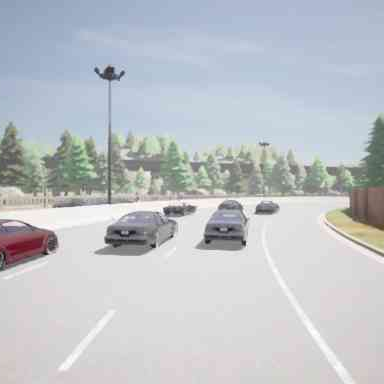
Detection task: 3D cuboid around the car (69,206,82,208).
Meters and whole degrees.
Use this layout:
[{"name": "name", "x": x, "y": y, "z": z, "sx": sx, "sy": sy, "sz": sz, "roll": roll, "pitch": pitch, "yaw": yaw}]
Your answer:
[{"name": "car", "x": -10.588, "y": 1.472, "z": 36.601, "sx": 2.033, "sy": 1.411, "sz": 5.357, "roll": 0, "pitch": 0, "yaw": 21}]

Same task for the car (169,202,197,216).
[{"name": "car", "x": -1.028, "y": 1.569, "z": 31.668, "sx": 1.895, "sy": 1.301, "sz": 4.718, "roll": 0, "pitch": 0, "yaw": 20}]

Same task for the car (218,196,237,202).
[{"name": "car", "x": 7.860, "y": 1.560, "z": 73.136, "sx": 1.895, "sy": 1.301, "sz": 4.718, "roll": 0, "pitch": 0, "yaw": 42}]

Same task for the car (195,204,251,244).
[{"name": "car", "x": 1.751, "y": 1.541, "z": 15.750, "sx": 2.033, "sy": 1.411, "sz": 5.357, "roll": 0, "pitch": 0, "yaw": 11}]

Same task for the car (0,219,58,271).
[{"name": "car", "x": -6.057, "y": 1.530, "z": 10.550, "sx": 1.994, "sy": 1.385, "sz": 4.181, "roll": 0, "pitch": 0, "yaw": 7}]

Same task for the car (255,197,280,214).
[{"name": "car", "x": 8.126, "y": 1.566, "z": 35.488, "sx": 1.994, "sy": 1.385, "sz": 4.181, "roll": 0, "pitch": 0, "yaw": 24}]

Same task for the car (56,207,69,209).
[{"name": "car", "x": -13.824, "y": 1.437, "z": 37.801, "sx": 1.812, "sy": 1.442, "sz": 4.674, "roll": 0, "pitch": 0, "yaw": 21}]

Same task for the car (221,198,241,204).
[{"name": "car", "x": 4.078, "y": 1.512, "z": 35.002, "sx": 1.812, "sy": 1.442, "sz": 4.674, "roll": 0, "pitch": 0, "yaw": 22}]

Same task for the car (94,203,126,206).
[{"name": "car", "x": -7.750, "y": 1.416, "z": 34.073, "sx": 1.882, "sy": 1.535, "sz": 5.008, "roll": 0, "pitch": 0, "yaw": 21}]

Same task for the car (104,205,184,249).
[{"name": "car", "x": -2.007, "y": 1.527, "z": 14.614, "sx": 2.033, "sy": 1.411, "sz": 5.357, "roll": 0, "pitch": 0, "yaw": 10}]

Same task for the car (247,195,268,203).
[{"name": "car", "x": 13.618, "y": 1.488, "z": 69.031, "sx": 1.837, "sy": 1.490, "sz": 4.892, "roll": 0, "pitch": 0, "yaw": 42}]
